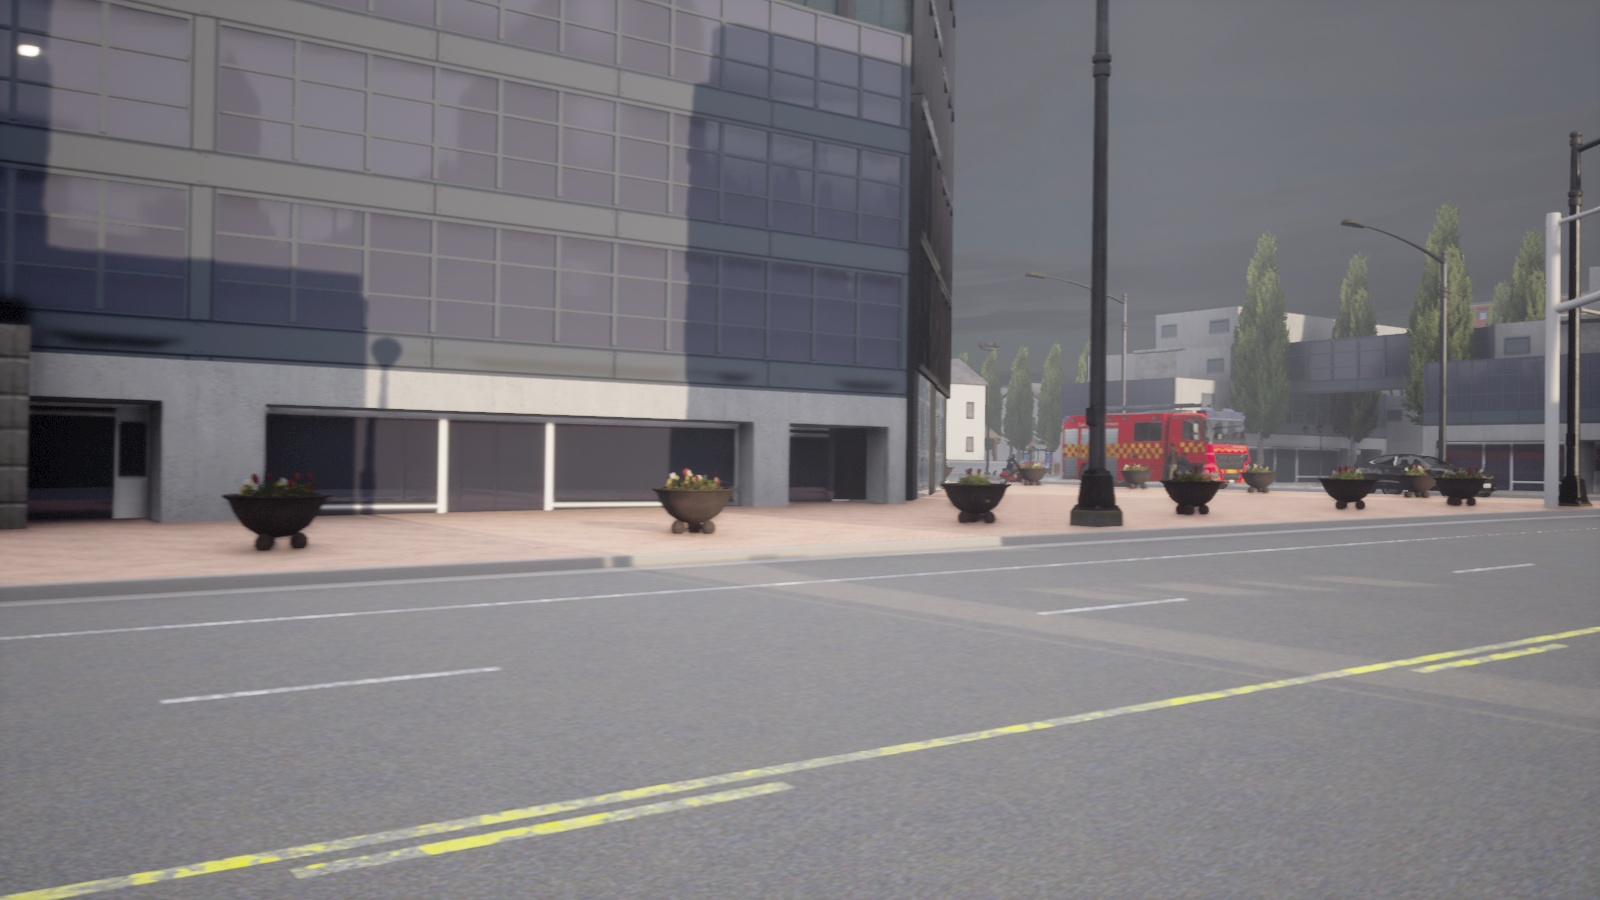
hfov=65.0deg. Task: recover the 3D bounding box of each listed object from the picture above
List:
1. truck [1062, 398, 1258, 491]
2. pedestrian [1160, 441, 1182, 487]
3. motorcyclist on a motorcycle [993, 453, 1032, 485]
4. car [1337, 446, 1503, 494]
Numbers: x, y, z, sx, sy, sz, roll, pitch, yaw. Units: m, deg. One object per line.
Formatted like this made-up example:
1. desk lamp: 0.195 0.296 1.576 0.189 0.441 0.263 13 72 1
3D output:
1. truck: 15.850 -0.194 55.997 2.891 3.827 8.468 1 -1 -34
2. pedestrian: 14.863 0.563 50.296 0.703 1.840 0.431 0 -1 41
3. motorcyclist on a motorcycle: 10.671 0.949 63.085 0.866 1.590 1.817 1 -1 -40
4. car: 22.640 0.709 46.053 2.152 1.651 5.027 1 -1 -34
